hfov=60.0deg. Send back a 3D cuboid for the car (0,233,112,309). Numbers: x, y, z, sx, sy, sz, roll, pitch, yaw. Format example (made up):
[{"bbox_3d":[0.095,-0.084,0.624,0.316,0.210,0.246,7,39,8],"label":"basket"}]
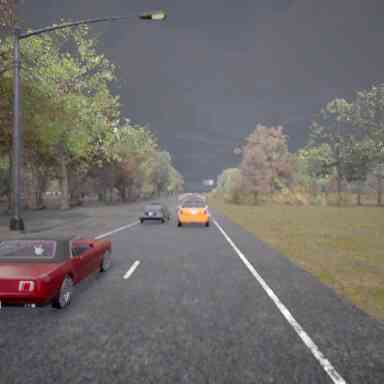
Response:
[{"bbox_3d":[-3.309,1.608,7.818,1.895,1.301,4.718,0,0,1],"label":"car"}]

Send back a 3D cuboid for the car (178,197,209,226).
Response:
[{"bbox_3d":[0.100,1.372,23.646,2.097,1.767,4.553,0,0,0],"label":"car"}]

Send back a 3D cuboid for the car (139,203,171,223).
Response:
[{"bbox_3d":[-2.765,1.571,25.592,2.033,1.411,5.357,0,0,2],"label":"car"}]

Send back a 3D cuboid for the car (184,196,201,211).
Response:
[{"bbox_3d":[0.096,1.392,42.361,2.097,1.767,4.553,0,0,0],"label":"car"}]
